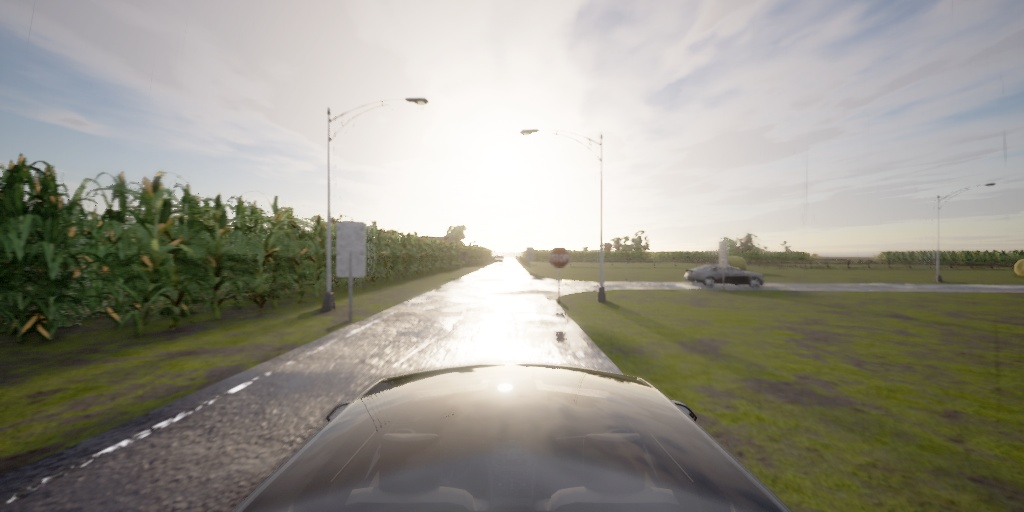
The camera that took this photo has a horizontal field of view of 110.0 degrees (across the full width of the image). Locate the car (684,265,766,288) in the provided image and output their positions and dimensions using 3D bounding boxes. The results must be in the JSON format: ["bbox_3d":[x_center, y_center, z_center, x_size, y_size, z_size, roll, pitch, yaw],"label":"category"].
[{"bbox_3d":[14.063,1.323,23.829,4.902,1.511,2.128,0,0,1],"label":"car"}]
